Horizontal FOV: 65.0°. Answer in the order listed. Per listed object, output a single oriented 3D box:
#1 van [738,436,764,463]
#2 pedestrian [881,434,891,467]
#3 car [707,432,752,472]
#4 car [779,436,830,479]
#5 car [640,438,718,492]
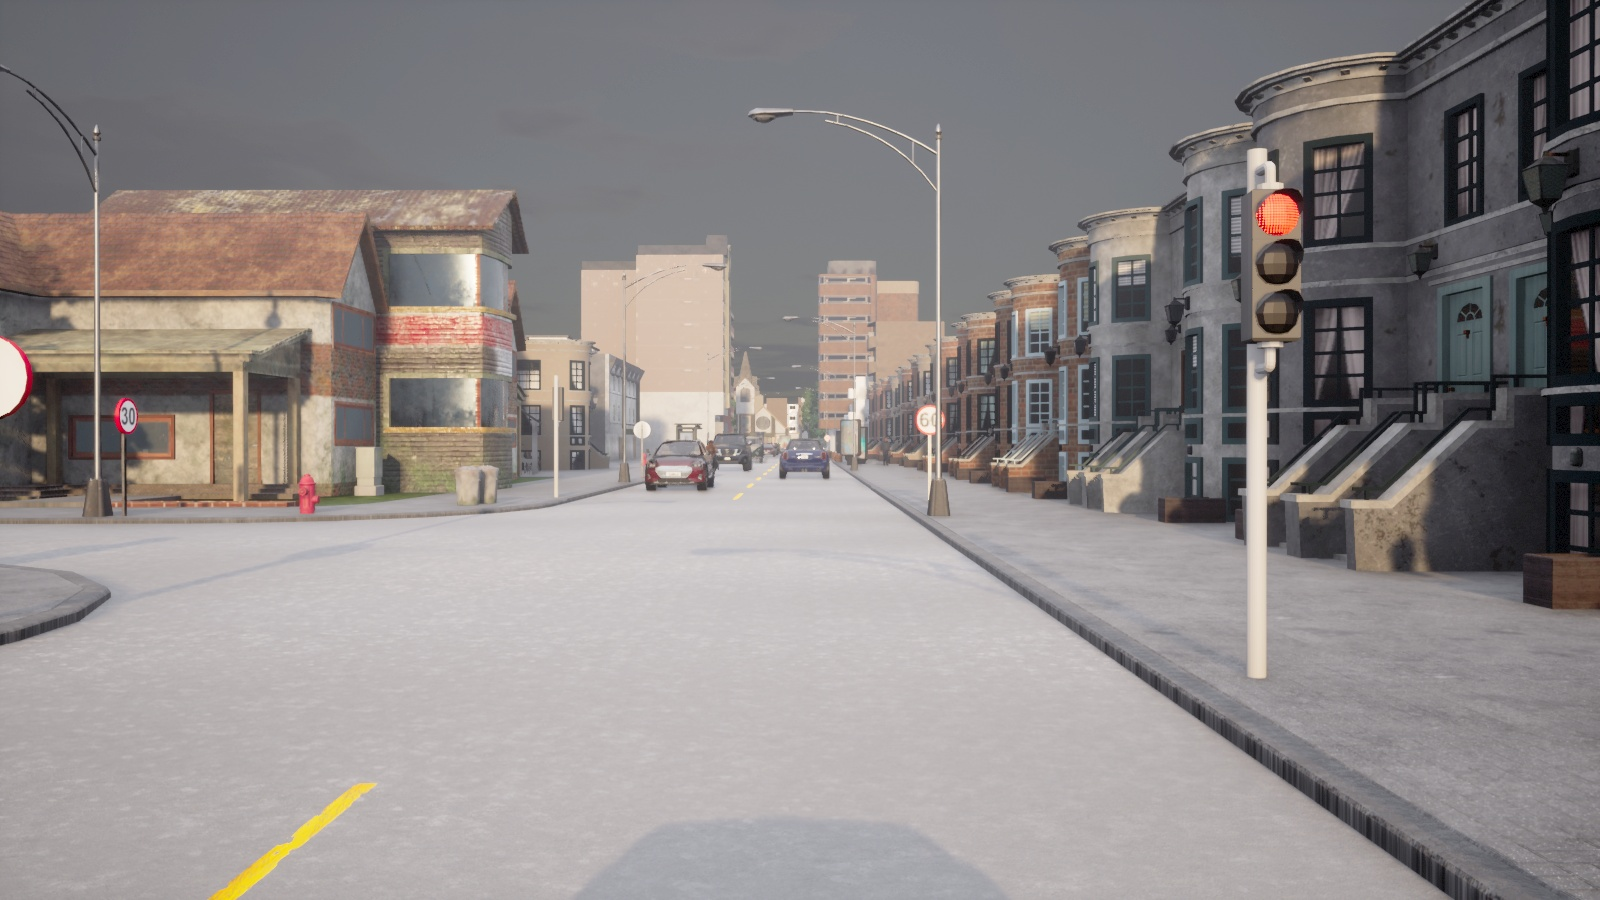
[{"bbox_3d":[-3.661,-0.034,93.920,1.775,1.987,4.442,0,0,0],"label":"van"},{"bbox_3d":[5.207,0.033,75.742,0.423,1.949,0.788,0,0,-9],"label":"pedestrian"},{"bbox_3d":[-3.757,0.079,67.832,2.150,2.045,5.566,0,0,0],"label":"car"},{"bbox_3d":[0.194,0.298,54.443,2.097,1.767,4.553,0,0,0],"label":"car"},{"bbox_3d":[-3.853,0.443,40.826,2.033,1.649,4.856,0,0,0],"label":"car"}]
